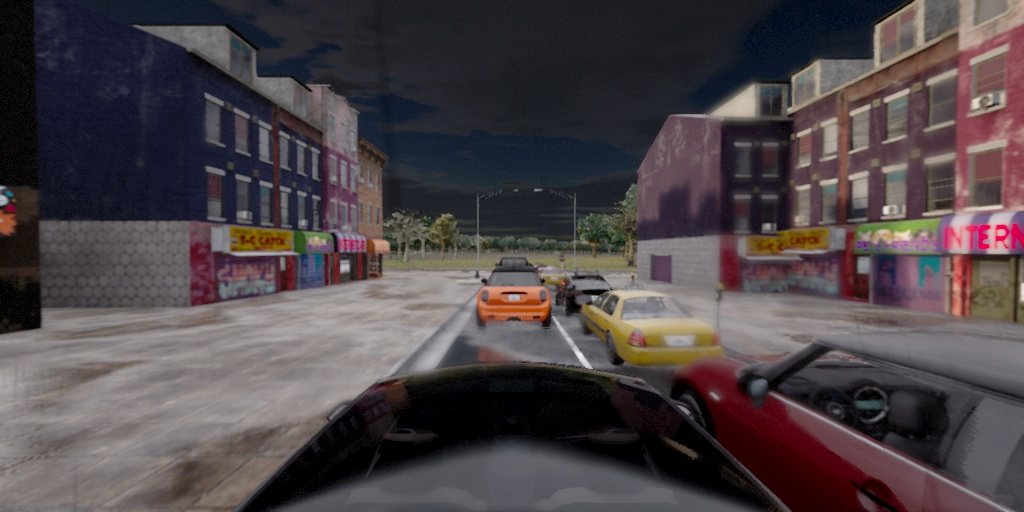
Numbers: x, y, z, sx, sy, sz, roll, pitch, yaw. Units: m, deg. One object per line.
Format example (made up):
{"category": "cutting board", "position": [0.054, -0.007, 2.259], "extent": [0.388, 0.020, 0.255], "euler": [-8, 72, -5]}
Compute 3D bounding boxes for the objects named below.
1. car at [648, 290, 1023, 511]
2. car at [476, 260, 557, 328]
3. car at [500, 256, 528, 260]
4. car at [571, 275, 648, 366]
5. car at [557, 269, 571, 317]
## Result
{"category": "car", "position": [2.636, 1.192, 2.216], "extent": [1.967, 1.591, 4.097], "euler": [0, 0, 0]}
{"category": "car", "position": [0.038, 1.135, 11.696], "extent": [2.097, 1.767, 4.553], "euler": [0, 0, 0]}
{"category": "car", "position": [0.097, 1.038, 22.500], "extent": [2.150, 2.045, 5.566], "euler": [0, 0, 0]}
{"category": "car", "position": [2.636, 1.295, 7.919], "extent": [1.751, 1.417, 4.829], "euler": [0, 0, 0]}
{"category": "car", "position": [2.636, 1.353, 13.281], "extent": [1.948, 1.339, 4.313], "euler": [0, 0, 0]}
